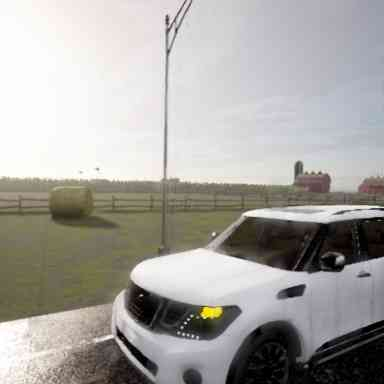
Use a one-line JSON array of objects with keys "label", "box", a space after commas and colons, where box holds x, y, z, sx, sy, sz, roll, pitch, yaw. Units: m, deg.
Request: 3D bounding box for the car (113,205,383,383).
[{"label": "car", "box": [1.681, 1.246, 5.099, 5.566, 2.045, 2.150, 1, 0, -32]}]
